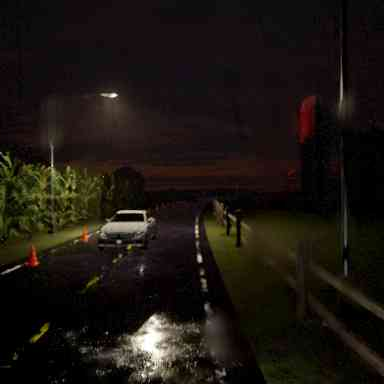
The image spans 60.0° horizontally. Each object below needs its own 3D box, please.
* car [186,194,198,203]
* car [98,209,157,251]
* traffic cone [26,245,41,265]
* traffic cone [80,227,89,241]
[{"bbox_3d":[0.014,1.245,63.778,1.882,1.535,5.008,-1,0,6],"label":"car"},{"bbox_3d":[-2.592,1.495,14.196,1.812,1.442,4.674,-1,0,0],"label":"car"},{"bbox_3d":[-4.970,1.960,10.391,0.340,0.580,0.340,-1,0,0],"label":"traffic cone"},{"bbox_3d":[-4.983,1.942,15.418,0.340,0.580,0.340,-1,0,0],"label":"traffic cone"}]
